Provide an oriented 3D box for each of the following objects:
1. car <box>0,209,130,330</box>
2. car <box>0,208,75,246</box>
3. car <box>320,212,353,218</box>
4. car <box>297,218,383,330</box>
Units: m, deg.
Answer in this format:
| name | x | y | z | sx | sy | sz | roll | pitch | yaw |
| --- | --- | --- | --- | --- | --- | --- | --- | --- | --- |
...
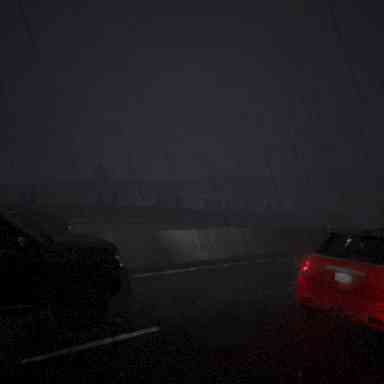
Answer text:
| name | x | y | z | sx | sy | sz | roll | pitch | yaw |
| --- | --- | --- | --- | --- | --- | --- | --- | --- | --- |
| car | -3.821 | 1.217 | 5.320 | 5.566 | 2.045 | 2.150 | 1 | 0 | -36 |
| car | -8.226 | 1.528 | 15.319 | 4.902 | 1.511 | 2.128 | 1 | -1 | -35 |
| car | 15.672 | 3.265 | 36.609 | 5.566 | 2.045 | 2.150 | 6 | -3 | -35 |
| car | 4.251 | 1.545 | 6.778 | 4.553 | 1.767 | 2.097 | 3 | -2 | -35 |
